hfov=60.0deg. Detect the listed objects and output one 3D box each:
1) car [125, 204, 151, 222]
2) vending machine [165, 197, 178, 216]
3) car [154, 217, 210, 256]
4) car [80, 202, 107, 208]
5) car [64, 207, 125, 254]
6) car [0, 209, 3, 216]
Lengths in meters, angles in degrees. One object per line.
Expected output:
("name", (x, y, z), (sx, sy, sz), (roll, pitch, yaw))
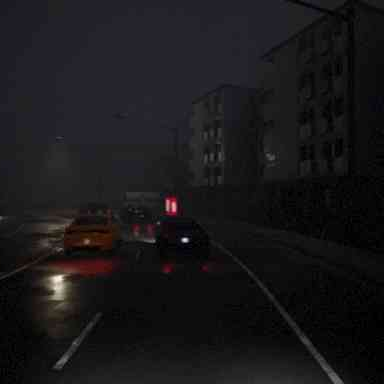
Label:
("car", (-5.176, 1.822, 29.817), (2.128, 1.511, 4.902), (0, -1, -26))
("vending machine", (-2.279, 1.604, 37.072), (1.100, 2.100, 0.880), (0, -1, -30))
("car", (-0.522, 1.719, 13.934), (1.994, 1.385, 4.181), (0, -1, -8))
("car", (-8.363, 1.664, 28.370), (2.097, 1.767, 4.553), (0, -1, -25))
("car", (-4.114, 1.636, 14.350), (1.882, 1.535, 5.008), (0, 0, -8))
("car", (-22.750, 1.955, 36.967), (2.033, 1.411, 5.357), (1, -1, -45))
